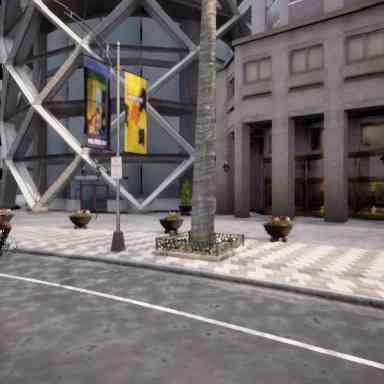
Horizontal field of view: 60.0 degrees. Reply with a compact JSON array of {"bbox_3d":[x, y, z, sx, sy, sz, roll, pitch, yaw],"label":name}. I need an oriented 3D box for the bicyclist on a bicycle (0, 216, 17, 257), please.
[{"bbox_3d":[-6.572,1.409,11.131,0.582,1.620,1.656,0,0,23],"label":"bicyclist on a bicycle"}]
